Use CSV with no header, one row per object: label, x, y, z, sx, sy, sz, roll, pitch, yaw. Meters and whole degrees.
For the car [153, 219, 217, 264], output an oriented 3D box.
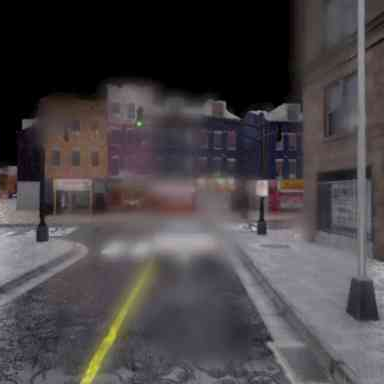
car,-0.396,1.600,11.861,1.895,1.301,4.718,0,0,-5
